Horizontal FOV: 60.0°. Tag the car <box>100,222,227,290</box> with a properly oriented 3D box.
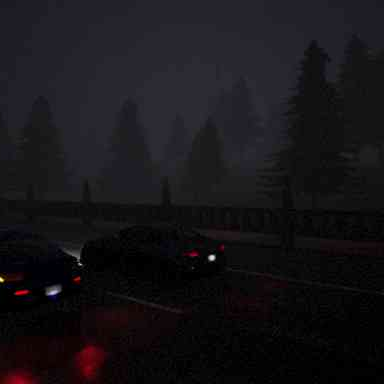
[{"bbox_3d":[-1.149,1.536,9.112,4.181,1.385,1.994,0,0,36],"label":"car"}]

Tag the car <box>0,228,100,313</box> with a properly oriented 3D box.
[{"bbox_3d":[-4.239,1.492,7.017,4.674,1.442,1.812,0,0,36],"label":"car"}]
